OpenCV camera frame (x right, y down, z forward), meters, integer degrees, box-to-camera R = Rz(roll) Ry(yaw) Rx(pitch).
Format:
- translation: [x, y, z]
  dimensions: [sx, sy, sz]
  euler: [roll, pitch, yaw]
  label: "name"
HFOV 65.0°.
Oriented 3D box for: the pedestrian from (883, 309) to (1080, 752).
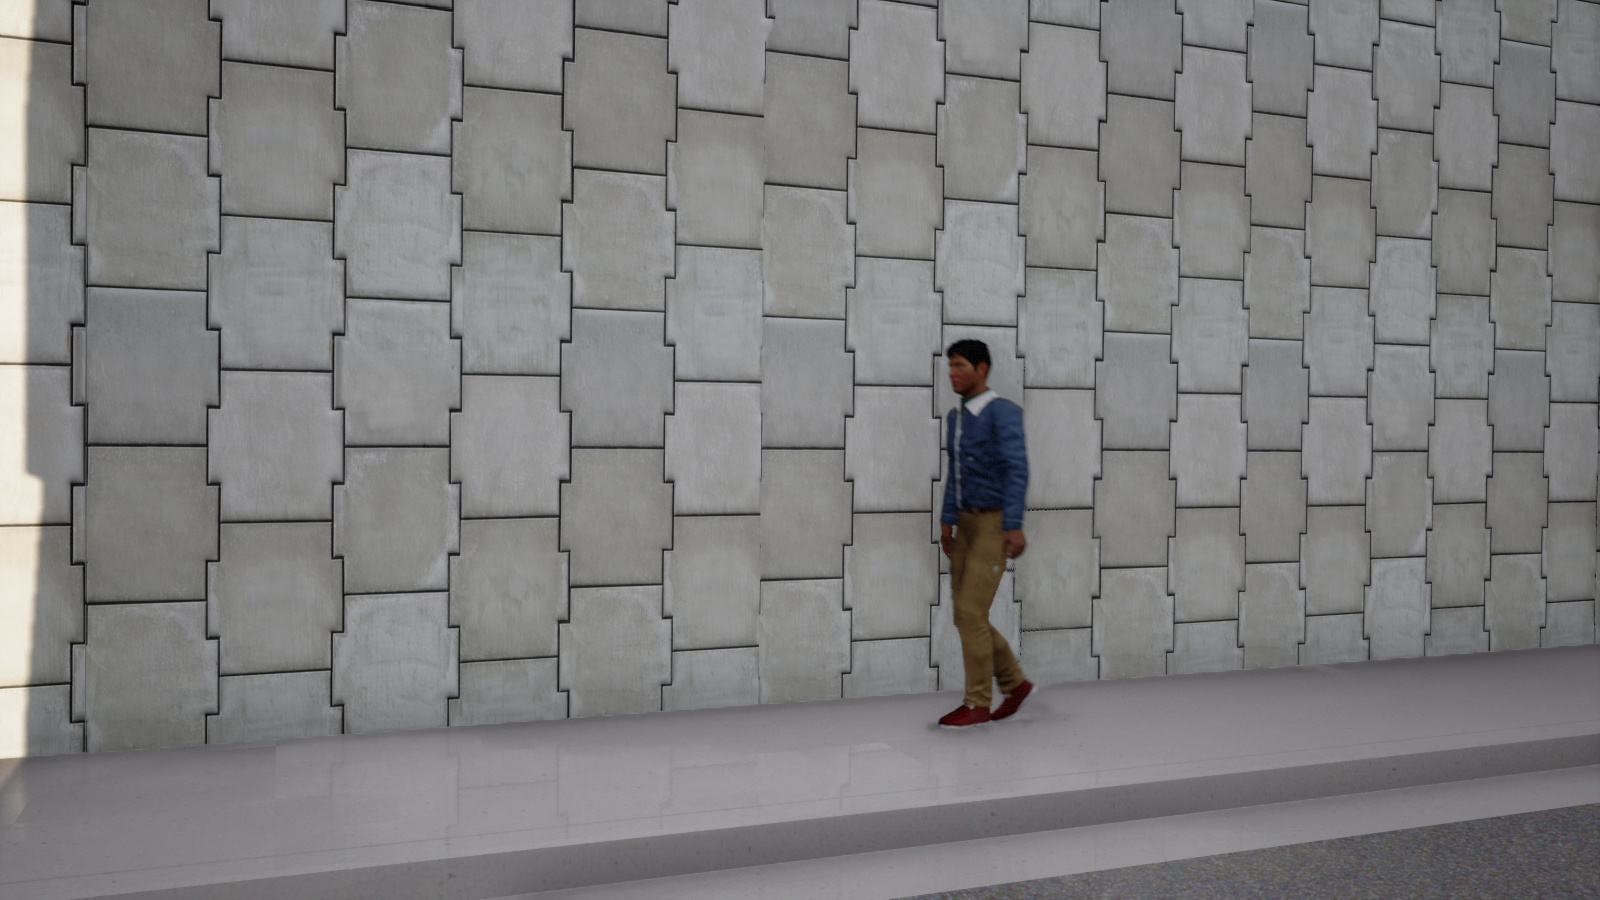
- translation: [0.845, 0.349, 5.863]
  dimensions: [0.788, 1.949, 0.423]
  euler: [-1, 1, -22]
  label: "pedestrian"
